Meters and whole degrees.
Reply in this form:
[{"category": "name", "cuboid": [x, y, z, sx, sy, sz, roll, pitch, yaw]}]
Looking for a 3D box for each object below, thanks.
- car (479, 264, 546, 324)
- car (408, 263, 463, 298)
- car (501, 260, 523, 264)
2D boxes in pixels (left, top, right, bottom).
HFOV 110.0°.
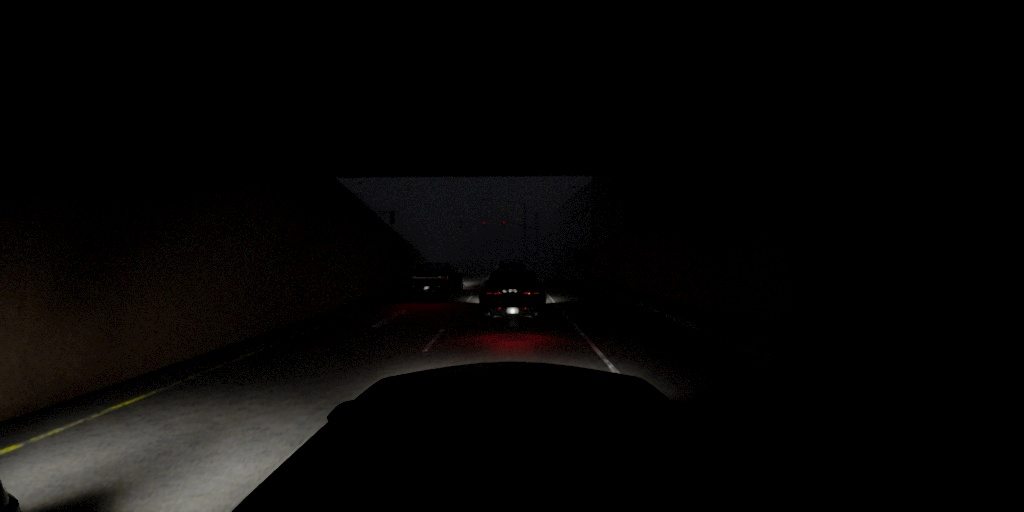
[{"category": "car", "cuboid": [0.027, 1.135, 11.430, 1.837, 1.490, 4.892, 0, 0, 0]}, {"category": "car", "cuboid": [-3.495, 1.064, 17.000, 2.128, 1.511, 4.902, 0, 1, 0]}, {"category": "car", "cuboid": [-0.030, 0.993, 23.485, 1.837, 1.490, 4.892, 0, 0, 0]}]
